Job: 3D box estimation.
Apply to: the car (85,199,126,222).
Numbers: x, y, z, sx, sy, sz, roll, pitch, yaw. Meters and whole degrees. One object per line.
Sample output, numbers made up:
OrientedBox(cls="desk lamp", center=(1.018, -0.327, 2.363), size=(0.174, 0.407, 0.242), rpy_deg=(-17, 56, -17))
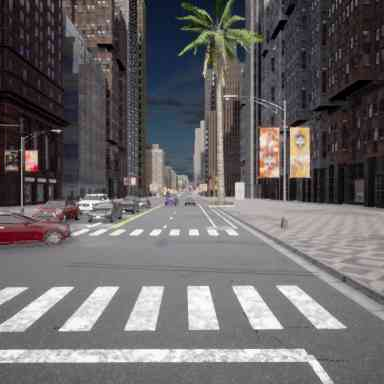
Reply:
OrientedBox(cls="car", center=(-6.742, 1.531, 26.179), size=(1.812, 1.442, 4.674), rpy_deg=(0, 0, 0))

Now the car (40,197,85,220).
OrientedBox(cls="car", center=(-9.987, 1.357, 24.769), size=(2.097, 1.767, 4.553), rpy_deg=(0, 0, 0))

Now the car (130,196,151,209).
OrientedBox(cls="car", center=(-6.852, 1.513, 46.146), size=(2.128, 1.511, 4.902), rpy_deg=(0, 0, 0))

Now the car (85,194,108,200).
OrientedBox(cls="car", center=(-10.043, 1.231, 34.257), size=(2.150, 2.045, 5.566), rpy_deg=(0, 0, 0))

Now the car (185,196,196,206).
OrientedBox(cls="car", center=(-0.321, 1.586, 56.124), size=(2.033, 1.411, 5.357), rpy_deg=(0, 0, 0))

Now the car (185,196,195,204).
OrientedBox(cls="car", center=(-0.381, 1.539, 66.547), size=(1.882, 1.535, 5.008), rpy_deg=(0, 0, 0))

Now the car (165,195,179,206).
OrientedBox(cls="car", center=(-3.574, 1.565, 56.522), size=(1.812, 1.442, 4.674), rpy_deg=(0, 0, 0))

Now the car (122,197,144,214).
OrientedBox(cls="car", center=(-6.802, 1.558, 35.850), size=(2.033, 1.411, 5.357), rpy_deg=(0, 0, 0))

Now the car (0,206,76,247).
OrientedBox(cls="car", center=(-7.428, 1.526, 13.570), size=(4.674, 1.442, 1.812), rpy_deg=(0, 1, -28))

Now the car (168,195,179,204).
OrientedBox(cls="car", center=(-3.631, 1.413, 66.498), size=(2.097, 1.767, 4.553), rpy_deg=(0, 0, 0))
